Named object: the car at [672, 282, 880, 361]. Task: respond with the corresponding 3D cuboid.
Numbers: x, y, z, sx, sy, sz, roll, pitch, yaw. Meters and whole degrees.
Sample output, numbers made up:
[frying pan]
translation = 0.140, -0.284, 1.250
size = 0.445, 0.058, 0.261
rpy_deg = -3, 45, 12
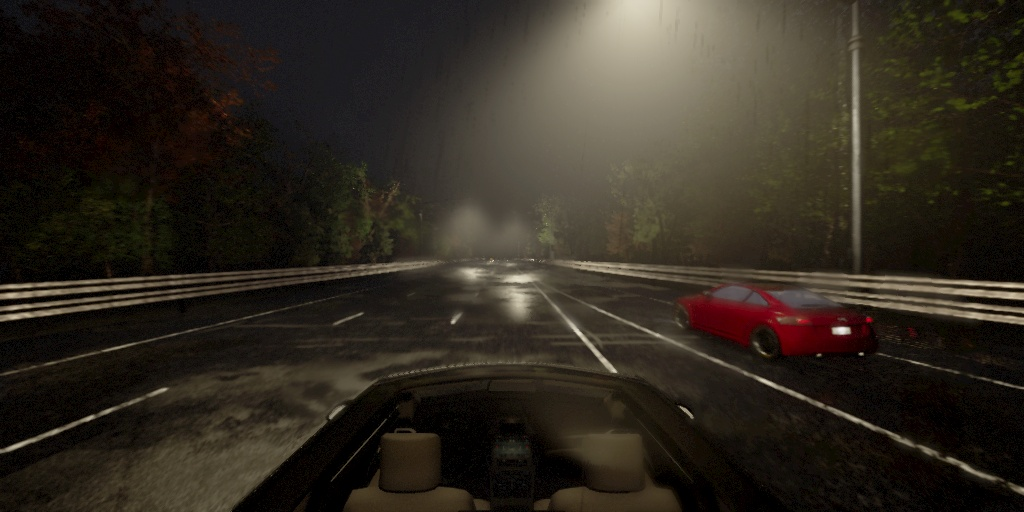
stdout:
[car]
translation = 5.577, 1.283, 8.286
size = 1.994, 1.385, 4.181
rpy_deg = 0, 0, -6
